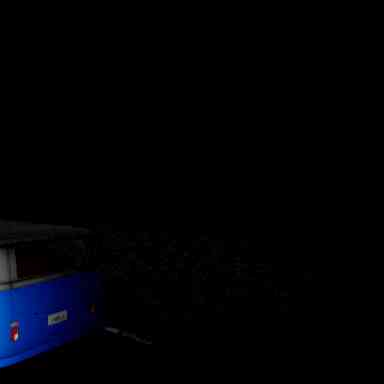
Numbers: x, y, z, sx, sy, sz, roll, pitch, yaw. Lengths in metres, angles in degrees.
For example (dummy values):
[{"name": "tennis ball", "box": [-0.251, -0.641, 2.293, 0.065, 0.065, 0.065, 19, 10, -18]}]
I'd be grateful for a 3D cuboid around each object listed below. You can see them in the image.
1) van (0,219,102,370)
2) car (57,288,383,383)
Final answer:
[{"name": "van", "box": [-3.189, 1.341, 5.256, 3.998, 1.788, 1.690, 0, 0, 36]}, {"name": "car", "box": [1.369, 1.545, 1.987, 4.507, 1.381, 1.887, 0, 0, 36]}]
